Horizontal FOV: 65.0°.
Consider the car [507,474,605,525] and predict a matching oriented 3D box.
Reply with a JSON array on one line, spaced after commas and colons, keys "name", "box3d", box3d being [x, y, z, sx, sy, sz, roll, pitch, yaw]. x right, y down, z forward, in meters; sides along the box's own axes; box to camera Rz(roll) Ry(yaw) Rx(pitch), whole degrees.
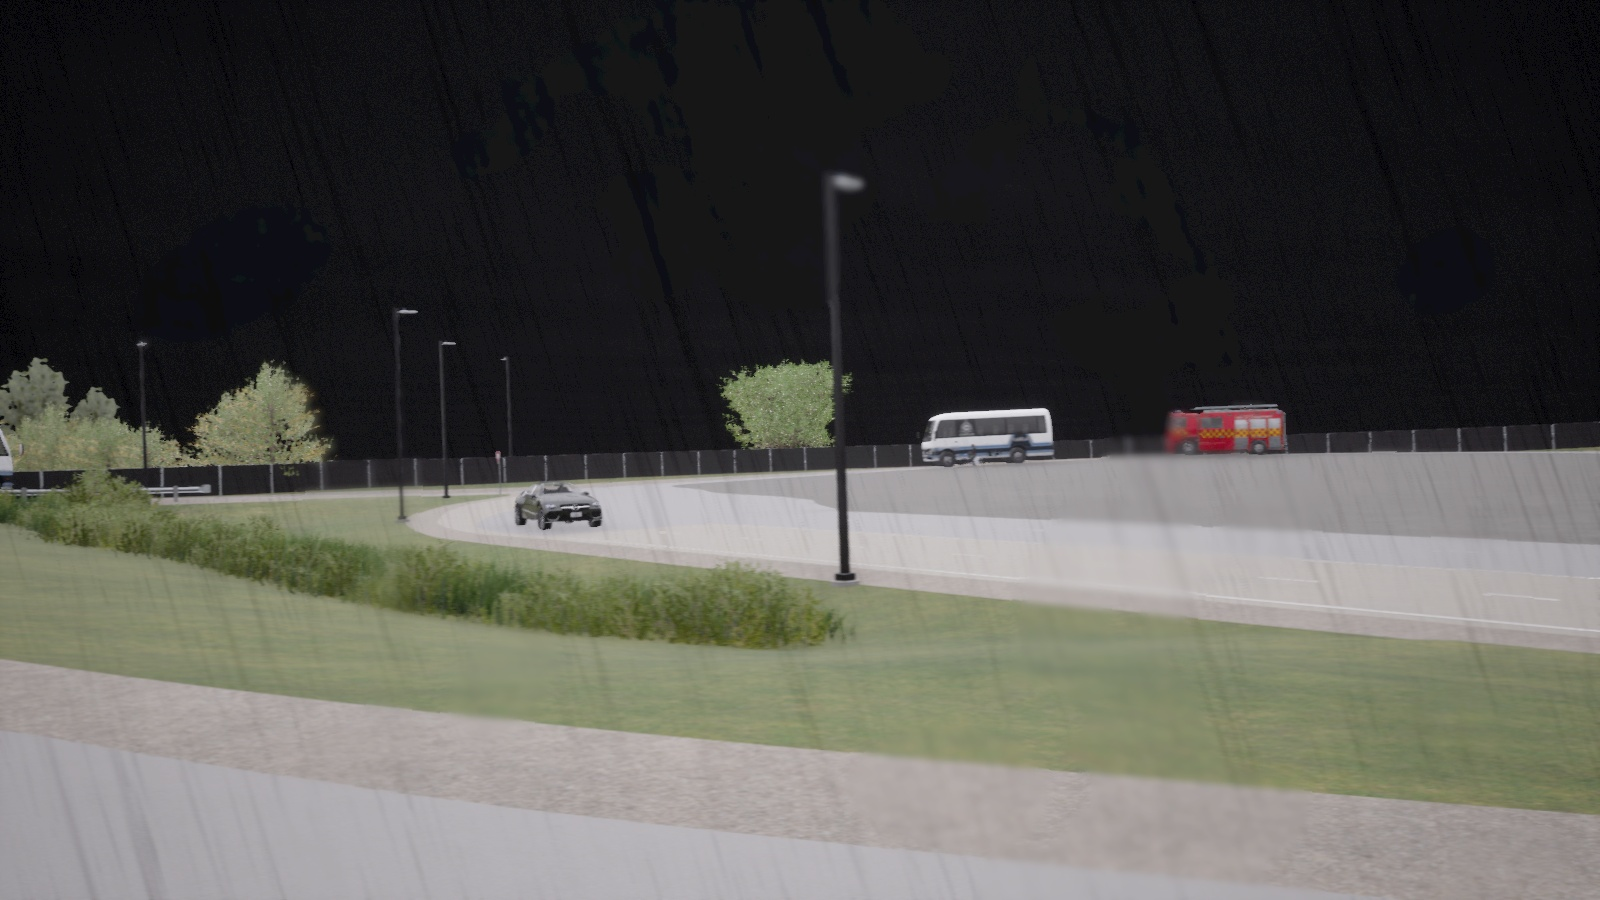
[{"name": "car", "box3d": [-8.985, 1.754, 45.873, 2.152, 1.651, 5.027, -1, 0, -27]}]

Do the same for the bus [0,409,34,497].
[{"name": "bus", "box3d": [-41.284, 0.115, 57.972, 3.944, 4.253, 10.273, -2, -2, 14]}]
